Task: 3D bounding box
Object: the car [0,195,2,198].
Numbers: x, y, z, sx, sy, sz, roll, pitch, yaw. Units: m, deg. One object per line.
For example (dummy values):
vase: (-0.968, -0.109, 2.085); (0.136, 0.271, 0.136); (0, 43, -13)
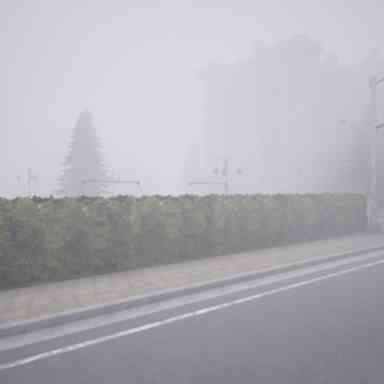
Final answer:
car: (-40.233, 1.346, 67.296); (3.633, 1.501, 1.845); (0, 0, -37)
